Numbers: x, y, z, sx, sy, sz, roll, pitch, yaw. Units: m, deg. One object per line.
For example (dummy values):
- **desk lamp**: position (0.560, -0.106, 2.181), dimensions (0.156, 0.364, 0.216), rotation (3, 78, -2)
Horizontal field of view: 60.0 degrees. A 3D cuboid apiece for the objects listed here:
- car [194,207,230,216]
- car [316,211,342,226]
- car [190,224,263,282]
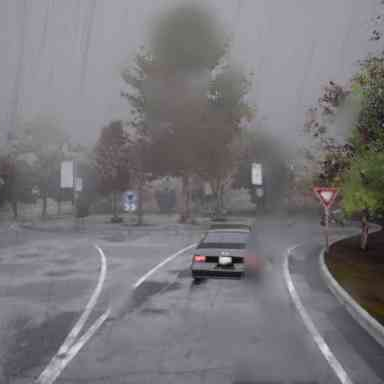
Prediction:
- **car**: position (3.069, 2.953, 50.869), dimensions (5.357, 1.411, 2.033), rotation (0, -2, 21)
- **car**: position (13.023, 2.327, 31.595), dimensions (1.837, 1.490, 4.892), rotation (1, -1, 16)
- **car**: position (1.189, 1.696, 10.211), dimensions (2.033, 1.411, 5.357), rotation (0, -2, 10)
